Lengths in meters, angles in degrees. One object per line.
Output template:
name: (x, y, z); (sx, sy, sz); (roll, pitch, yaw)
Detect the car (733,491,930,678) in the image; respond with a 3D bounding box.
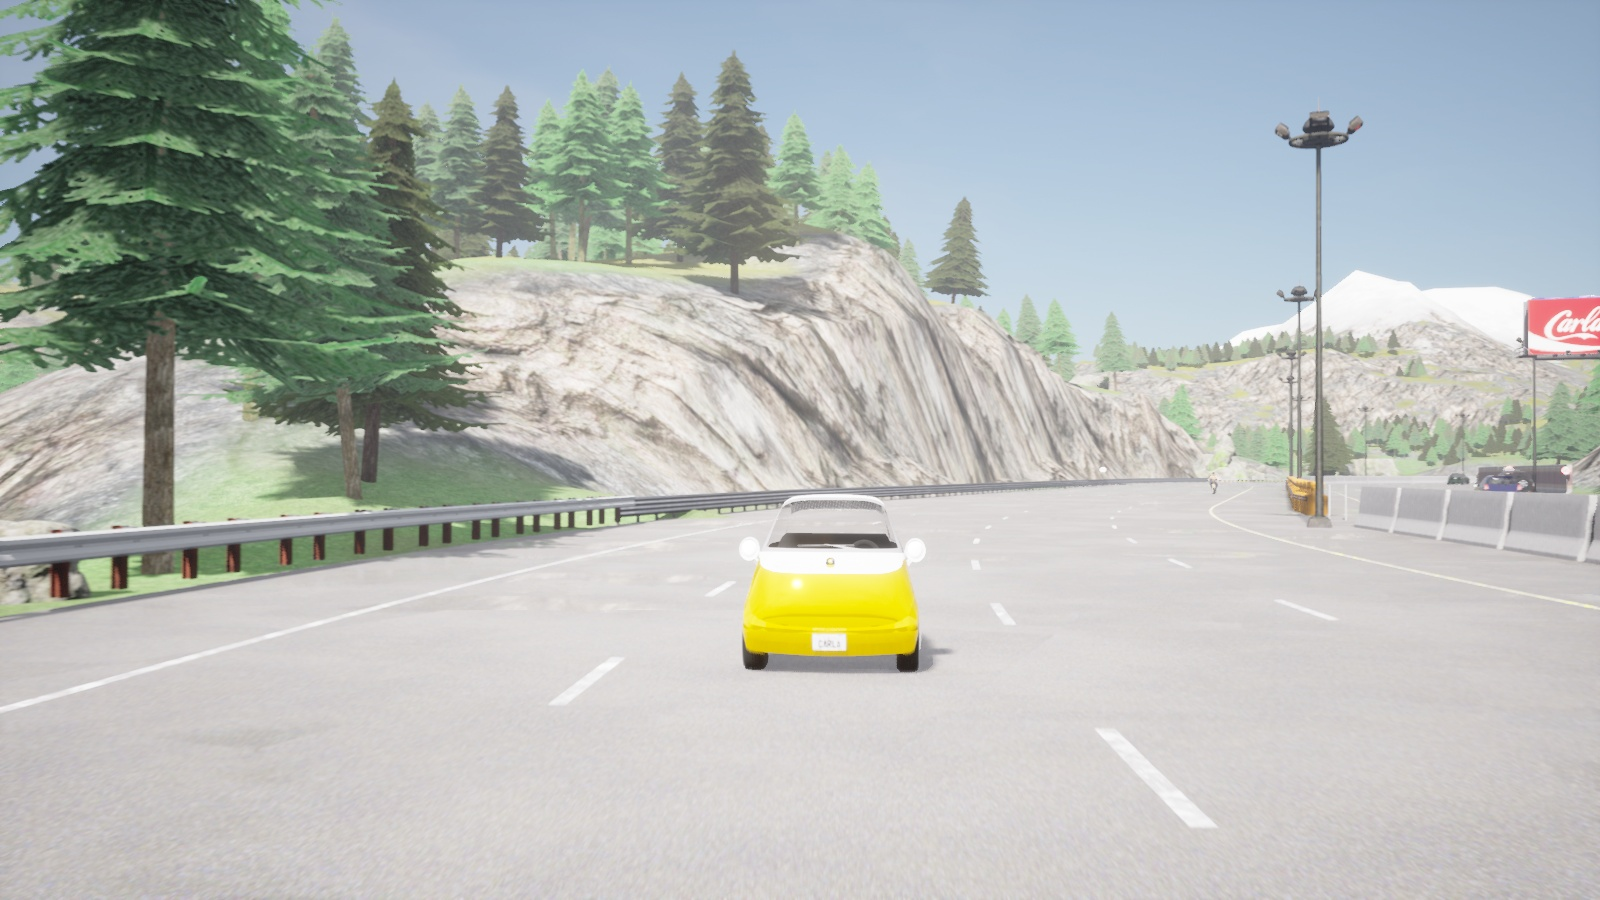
car: (0.300, 1.045, 10.567); (1.481, 1.376, 2.207); (0, -1, 4)

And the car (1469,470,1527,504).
car: (32.471, 1.691, 58.520); (1.845, 1.501, 3.633); (-1, -1, 21)

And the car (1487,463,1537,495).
car: (42.892, 1.743, 75.763); (1.932, 1.855, 4.605); (-1, -1, 21)
